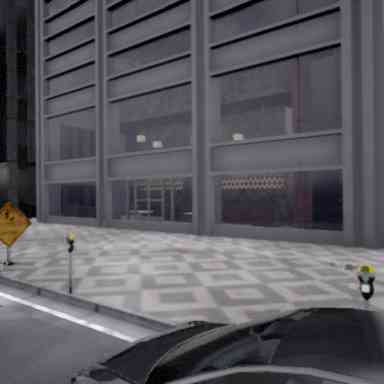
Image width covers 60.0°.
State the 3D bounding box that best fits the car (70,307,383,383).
[{"bbox_3d":[0.931,1.571,2.301,4.313,1.339,1.947,-1,-1,36],"label":"car"}]

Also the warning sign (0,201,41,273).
[{"bbox_3d":[-5.231,1.215,9.525,1.060,1.860,1.300,-1,0,36],"label":"warning sign"}]
